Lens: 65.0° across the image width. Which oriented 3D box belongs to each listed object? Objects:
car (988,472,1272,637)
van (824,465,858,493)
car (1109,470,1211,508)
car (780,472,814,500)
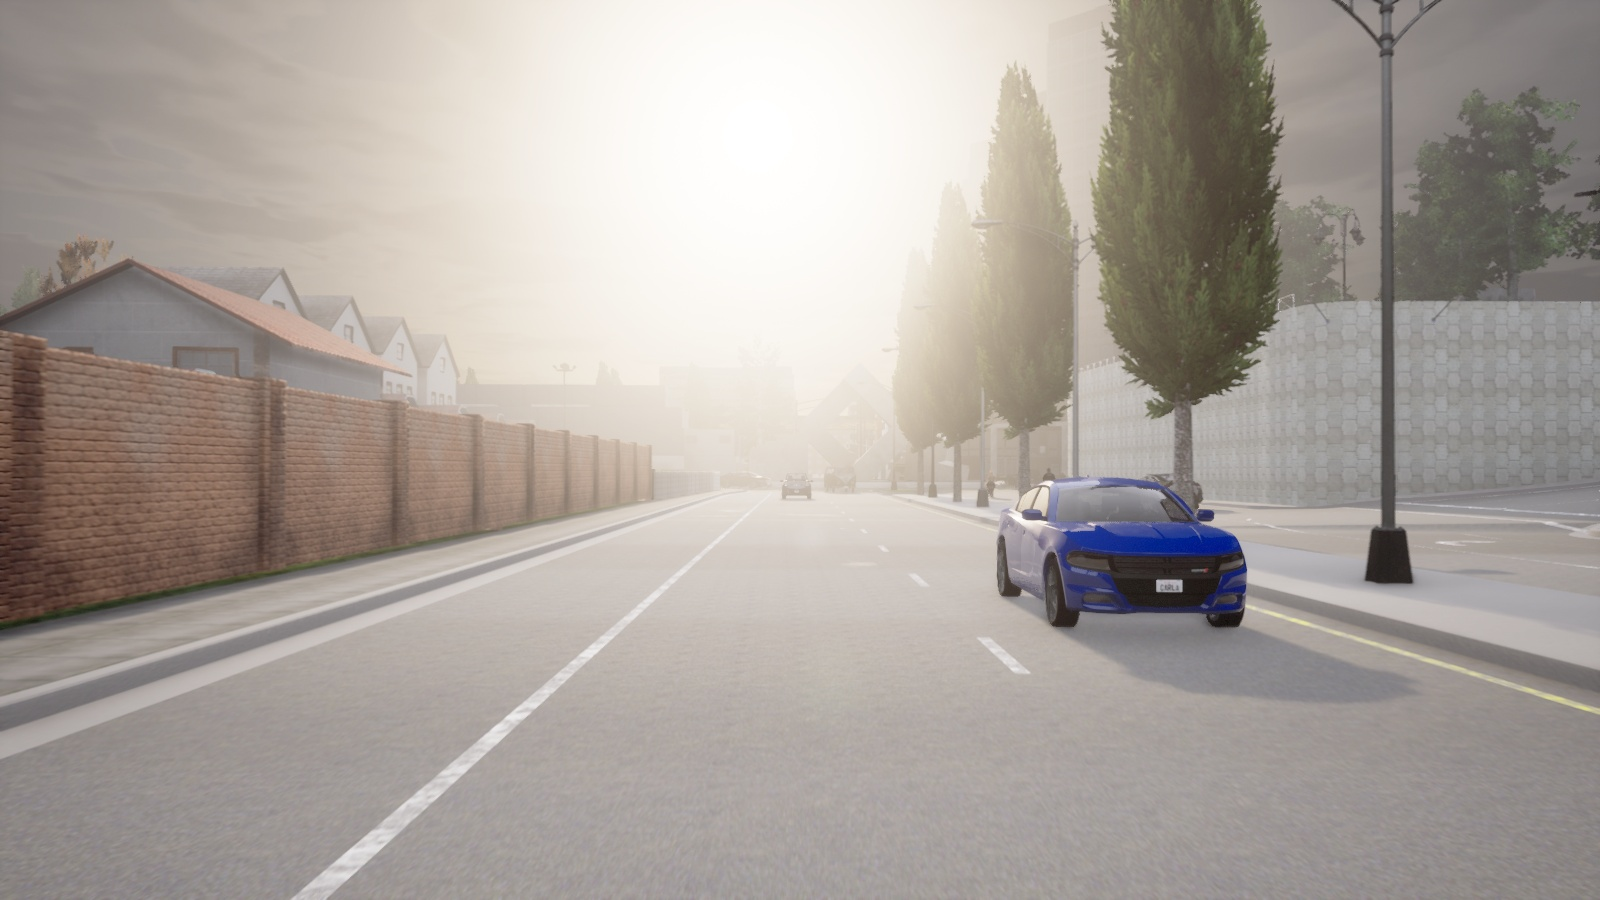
[{"bbox_3d":[3.465,1.017,14.268,1.882,1.535,5.008,0,-1,0],"label":"car"},{"bbox_3d":[2.994,2.105,92.598,1.775,1.987,4.442,0,-1,-8],"label":"van"},{"bbox_3d":[14.997,1.588,52.640,2.128,1.511,4.902,0,-1,-11],"label":"car"},{"bbox_3d":[-0.170,2.009,70.445,1.845,1.501,3.633,0,-1,0],"label":"car"}]
